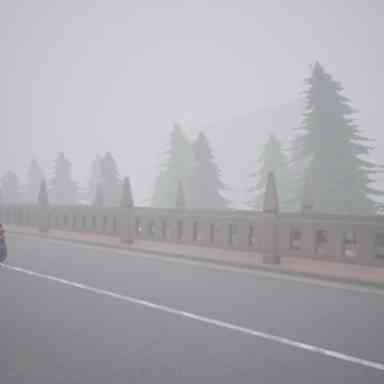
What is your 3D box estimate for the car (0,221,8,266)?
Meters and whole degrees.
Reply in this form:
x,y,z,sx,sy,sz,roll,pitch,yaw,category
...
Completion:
x,y,z,sx,sy,sz,roll,pitch,yaw,category
-7.318,1.194,9.228,5.566,2.045,2.150,0,0,36,car
